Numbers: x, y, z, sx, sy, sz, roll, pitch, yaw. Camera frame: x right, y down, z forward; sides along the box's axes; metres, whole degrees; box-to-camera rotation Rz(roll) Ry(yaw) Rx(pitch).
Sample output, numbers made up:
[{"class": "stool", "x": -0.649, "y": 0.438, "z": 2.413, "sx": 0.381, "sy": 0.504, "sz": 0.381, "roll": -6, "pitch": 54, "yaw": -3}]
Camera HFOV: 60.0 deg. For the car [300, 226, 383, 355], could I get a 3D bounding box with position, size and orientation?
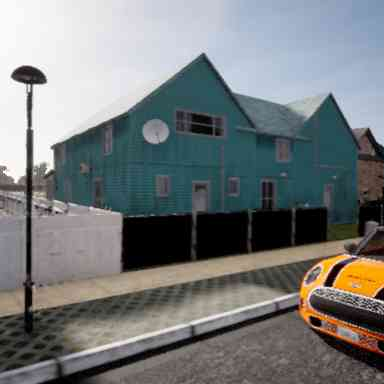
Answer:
[{"class": "car", "x": 3.981, "y": 1.377, "z": 5.891, "sx": 4.553, "sy": 1.767, "sz": 2.097, "roll": 0, "pitch": 0, "yaw": -35}]
